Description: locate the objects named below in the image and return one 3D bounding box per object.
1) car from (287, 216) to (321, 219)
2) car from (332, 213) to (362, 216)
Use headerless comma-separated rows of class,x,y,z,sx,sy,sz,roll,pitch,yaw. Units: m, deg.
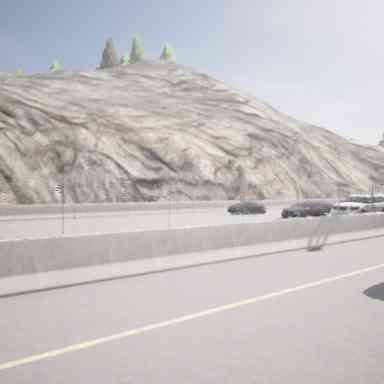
car,9.425,1.569,27.901,4.181,1.385,1.994,0,0,-35
car,13.470,1.229,26.487,5.566,2.045,2.150,0,0,-35
